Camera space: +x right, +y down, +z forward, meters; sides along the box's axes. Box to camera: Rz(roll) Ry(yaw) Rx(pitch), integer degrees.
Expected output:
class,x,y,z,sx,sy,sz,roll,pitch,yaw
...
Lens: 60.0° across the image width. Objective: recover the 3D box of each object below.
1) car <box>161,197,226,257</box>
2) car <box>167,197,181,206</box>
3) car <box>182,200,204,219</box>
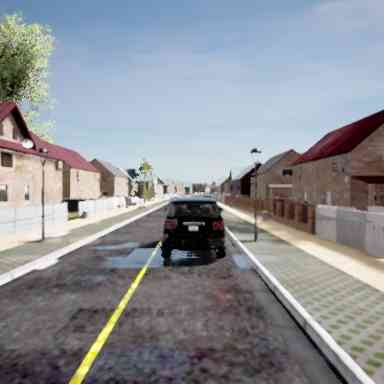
class,x,y,z,sx,sy,sz,roll,pitch,yaw
car,0.063,1.210,12.974,2.150,2.045,5.566,0,0,0
car,-2.819,1.486,53.154,2.033,1.411,5.357,0,0,0
car,0.073,1.493,29.949,1.812,1.442,4.674,0,0,0
